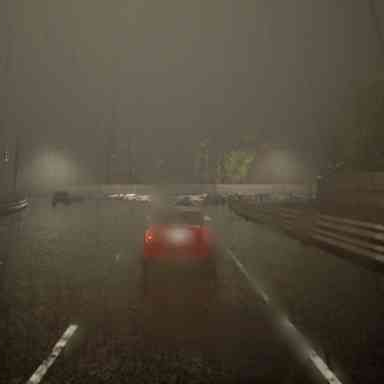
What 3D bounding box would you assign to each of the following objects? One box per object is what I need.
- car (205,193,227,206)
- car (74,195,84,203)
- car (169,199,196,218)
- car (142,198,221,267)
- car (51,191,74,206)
[{"bbox_3d":[3.139,0.967,44.375,2.097,1.767,4.553,0,1,21],"label":"car"},{"bbox_3d":[-19.316,1.137,55.173,1.994,1.385,4.181,0,1,-30],"label":"car"},{"bbox_3d":[-0.700,1.326,28.028,1.994,1.385,4.181,0,1,2],"label":"car"},{"bbox_3d":[-0.425,1.256,11.176,2.097,1.767,4.553,0,0,-2],"label":"car"},{"bbox_3d":[-18.302,0.867,46.312,2.150,2.045,5.566,0,0,-26],"label":"car"}]
